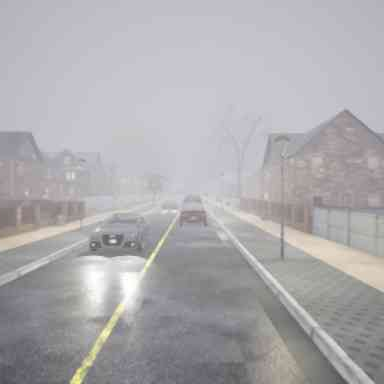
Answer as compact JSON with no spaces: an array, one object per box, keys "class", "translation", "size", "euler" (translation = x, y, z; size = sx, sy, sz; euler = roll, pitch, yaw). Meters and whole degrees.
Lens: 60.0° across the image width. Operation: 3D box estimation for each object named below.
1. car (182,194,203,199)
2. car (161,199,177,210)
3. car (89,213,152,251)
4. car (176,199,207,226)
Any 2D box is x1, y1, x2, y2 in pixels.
[{"class":"car","translation":[0.073,1.290,37.698],"size":[2.150,2.045,5.566],"euler":[0,0,0]},{"class":"car","translation":[-2.859,1.643,43.343],"size":[1.994,1.385,4.181],"euler":[0,0,0]},{"class":"car","translation":[-2.856,1.584,13.977],"size":[1.994,1.385,4.181],"euler":[0,0,0]},{"class":"car","translation":[0.083,1.515,23.858],"size":[1.882,1.535,5.008],"euler":[0,0,0]}]
